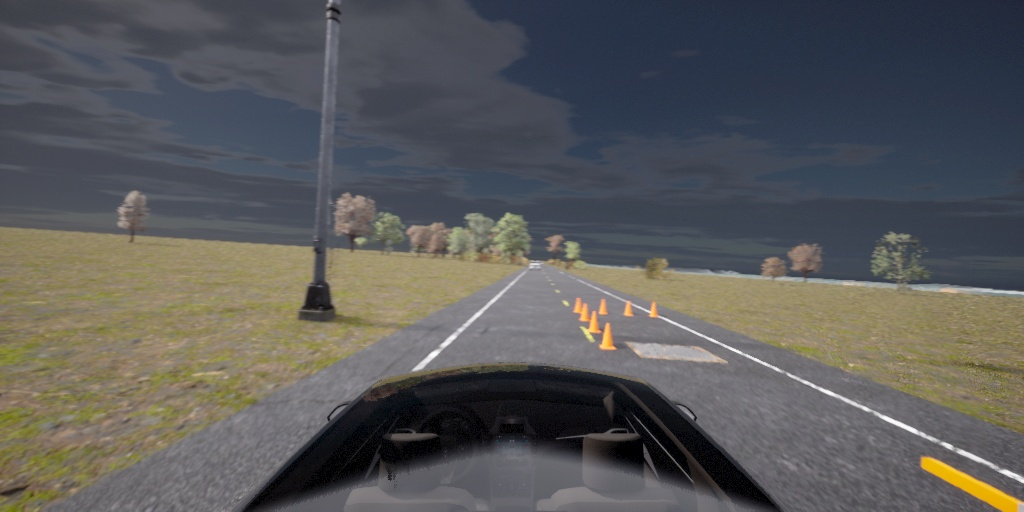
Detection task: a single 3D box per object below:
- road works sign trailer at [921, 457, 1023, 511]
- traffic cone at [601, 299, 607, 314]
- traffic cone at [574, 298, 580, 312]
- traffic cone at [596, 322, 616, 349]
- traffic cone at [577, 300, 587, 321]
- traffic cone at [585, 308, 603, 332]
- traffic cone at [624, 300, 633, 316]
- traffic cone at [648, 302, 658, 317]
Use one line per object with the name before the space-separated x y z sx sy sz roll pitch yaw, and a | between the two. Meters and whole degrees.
road works sign trailer | 3.282 0.371 1.506 2.380 3.560 2.880 0 0 4
traffic cone | 3.680 2.034 14.508 0.340 0.580 0.340 0 0 4
traffic cone | 2.684 1.986 14.576 0.340 0.580 0.340 0 0 4
traffic cone | 2.275 1.896 8.591 0.340 0.580 0.340 0 0 4
traffic cone | 2.548 1.956 12.581 0.340 0.580 0.340 0 0 4
traffic cone | 2.412 1.926 10.586 0.340 0.580 0.340 0 0 4
traffic cone | 4.677 2.081 14.440 0.340 0.580 0.340 0 0 4
traffic cone | 5.673 2.129 14.370 0.340 0.580 0.340 0 0 4
